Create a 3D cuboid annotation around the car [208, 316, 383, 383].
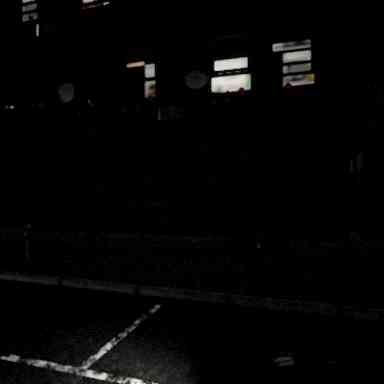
[{"bbox_3d":[2.451,1.499,2.110,4.892,1.490,1.837,0,0,16],"label":"car"}]
